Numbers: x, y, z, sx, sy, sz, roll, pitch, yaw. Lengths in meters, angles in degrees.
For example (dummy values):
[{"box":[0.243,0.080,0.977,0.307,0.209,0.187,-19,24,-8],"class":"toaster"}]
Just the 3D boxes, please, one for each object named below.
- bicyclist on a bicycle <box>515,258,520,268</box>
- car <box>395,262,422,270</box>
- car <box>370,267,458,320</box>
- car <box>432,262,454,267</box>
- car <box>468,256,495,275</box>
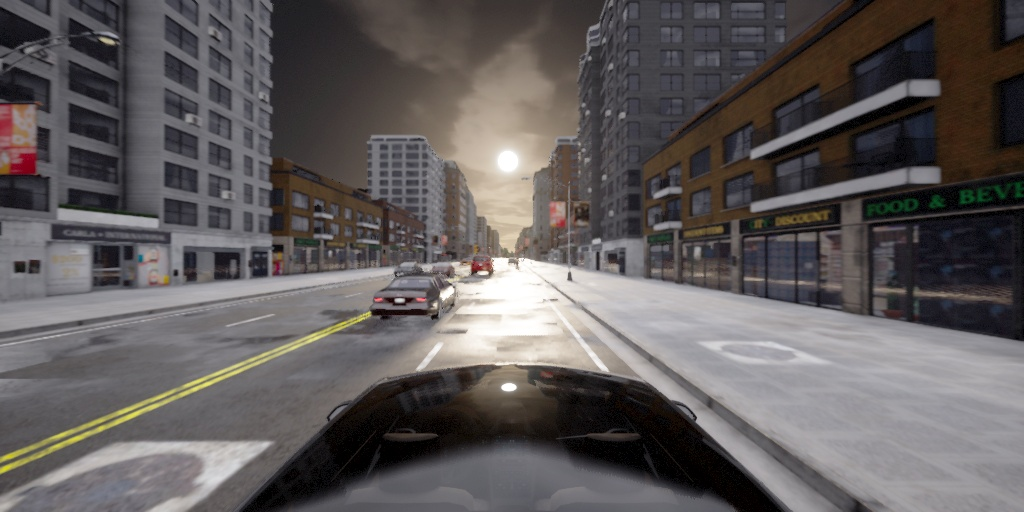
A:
[{"box":[0.905,1.195,59.748,0.866,1.612,1.509,0,0,0],"class":"bicyclist on a bicycle"},{"box":[-9.832,1.280,34.377,1.812,1.442,4.674,0,0,0],"class":"car"},{"box":[-3.147,1.299,12.552,2.033,1.411,5.357,0,0,0],"class":"car"},{"box":[-6.582,1.280,34.293,1.812,1.442,4.674,0,0,0],"class":"car"},{"box":[-3.139,0.977,38.841,2.150,2.045,5.566,0,0,0],"class":"car"}]
